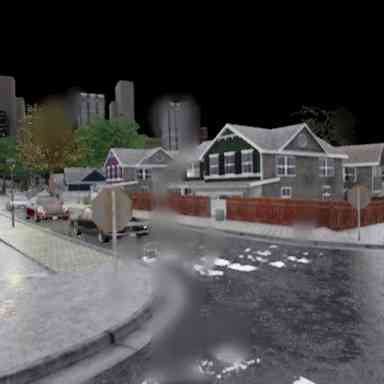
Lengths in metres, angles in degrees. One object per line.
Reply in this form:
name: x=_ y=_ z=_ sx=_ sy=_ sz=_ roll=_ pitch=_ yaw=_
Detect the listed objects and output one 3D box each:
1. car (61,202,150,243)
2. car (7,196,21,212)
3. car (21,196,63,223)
car: x=-4.111 y=1.390 z=15.675 sx=2.033 sy=1.411 sz=5.357 roll=-2 pitch=2 yaw=-39
car: x=-17.194 y=1.152 z=33.148 sx=1.812 sy=1.442 sz=4.674 roll=-2 pitch=2 yaw=-34
car: x=-10.357 y=1.098 z=23.644 sx=2.097 sy=1.767 sz=4.553 roll=-2 pitch=2 yaw=-37
